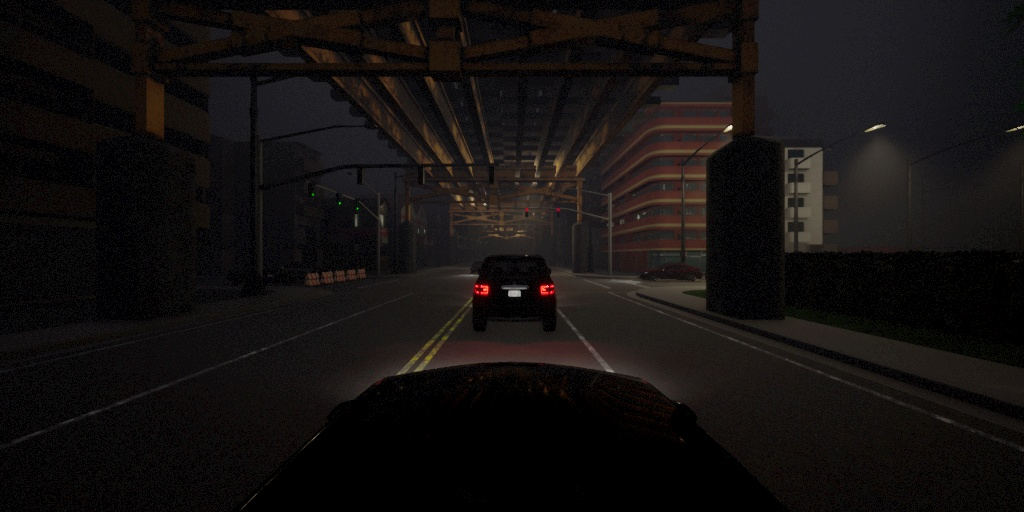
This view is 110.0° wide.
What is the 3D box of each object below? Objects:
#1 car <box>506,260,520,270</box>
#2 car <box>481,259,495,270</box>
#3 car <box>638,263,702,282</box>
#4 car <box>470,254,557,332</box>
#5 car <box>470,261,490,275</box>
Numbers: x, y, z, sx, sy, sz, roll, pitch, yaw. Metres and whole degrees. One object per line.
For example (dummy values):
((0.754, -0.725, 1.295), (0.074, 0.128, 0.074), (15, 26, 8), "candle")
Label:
((0.136, 1.292, 52.137), (2.033, 1.411, 5.357), (0, 0, 0), "car")
((-3.552, 1.269, 53.689), (1.812, 1.442, 4.674), (0, 0, 0), "car")
((12.297, 1.273, 28.088), (4.674, 1.442, 1.812), (0, 0, 1), "car")
((0.076, 0.971, 11.054), (2.150, 2.045, 5.566), (0, 0, 0), "car")
((-3.569, 1.272, 40.690), (1.812, 1.442, 4.674), (0, 0, 0), "car")
